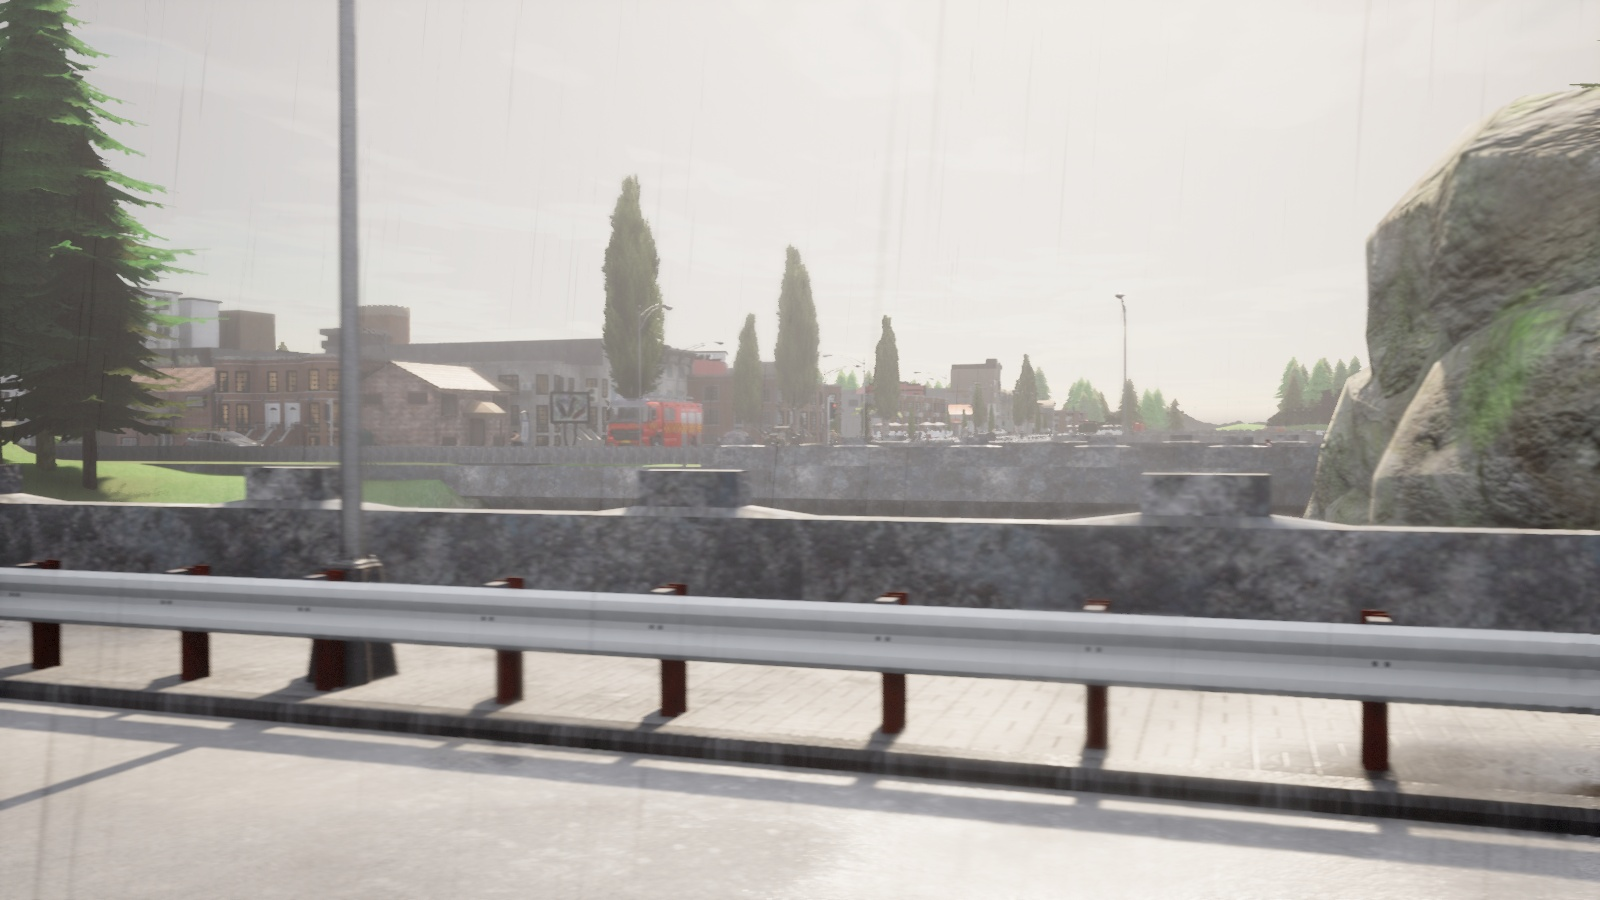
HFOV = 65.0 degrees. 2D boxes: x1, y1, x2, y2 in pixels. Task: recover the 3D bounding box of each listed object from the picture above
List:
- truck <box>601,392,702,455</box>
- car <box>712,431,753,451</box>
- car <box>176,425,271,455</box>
[{"bbox_3d":[-9.406,-1.665,80.643,2.891,3.827,8.468,1,1,20],"label":"truck"},{"bbox_3d":[-5.007,-0.675,93.475,1.845,1.501,3.633,1,1,19],"label":"car"},{"bbox_3d":[-32.678,-0.593,71.222,4.611,1.667,2.242,1,1,19],"label":"car"}]
